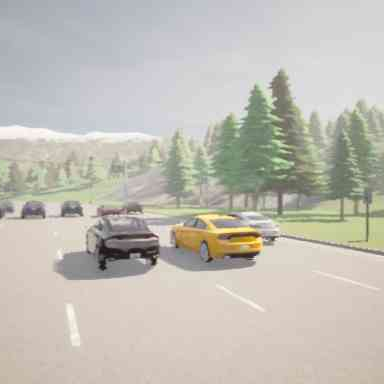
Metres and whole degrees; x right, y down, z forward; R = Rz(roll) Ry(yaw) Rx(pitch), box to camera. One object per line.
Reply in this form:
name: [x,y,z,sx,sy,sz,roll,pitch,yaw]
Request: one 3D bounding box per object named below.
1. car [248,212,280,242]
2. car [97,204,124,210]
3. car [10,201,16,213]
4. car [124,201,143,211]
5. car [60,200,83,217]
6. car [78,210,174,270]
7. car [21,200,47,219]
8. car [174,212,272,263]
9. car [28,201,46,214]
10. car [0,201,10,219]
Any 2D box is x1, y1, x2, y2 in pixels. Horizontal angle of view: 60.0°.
car: [2.625,1.741,17.274,1.812,1.442,4.674,1,-1,-23]
car: [-8.845,1.923,35.025,1.895,1.301,4.718,1,-1,-23]
car: [-22.343,1.794,39.802,1.812,1.442,4.674,1,-1,-23]
car: [-7.308,1.898,40.307,1.837,1.490,4.892,1,-1,-23]
car: [-12.924,1.648,35.661,2.097,1.767,4.553,1,-1,-23]
car: [-2.565,1.603,11.633,2.128,1.511,4.902,1,-1,-23]
car: [-15.183,1.591,32.048,2.097,1.767,4.553,1,-1,-24]
car: [0.707,1.628,12.883,1.882,1.535,5.008,1,-1,-23]
car: [-19.176,1.836,41.276,1.812,1.442,4.674,1,-1,-24]
car: [-18.607,1.680,31.154,1.882,1.535,5.008,1,-1,-23]
